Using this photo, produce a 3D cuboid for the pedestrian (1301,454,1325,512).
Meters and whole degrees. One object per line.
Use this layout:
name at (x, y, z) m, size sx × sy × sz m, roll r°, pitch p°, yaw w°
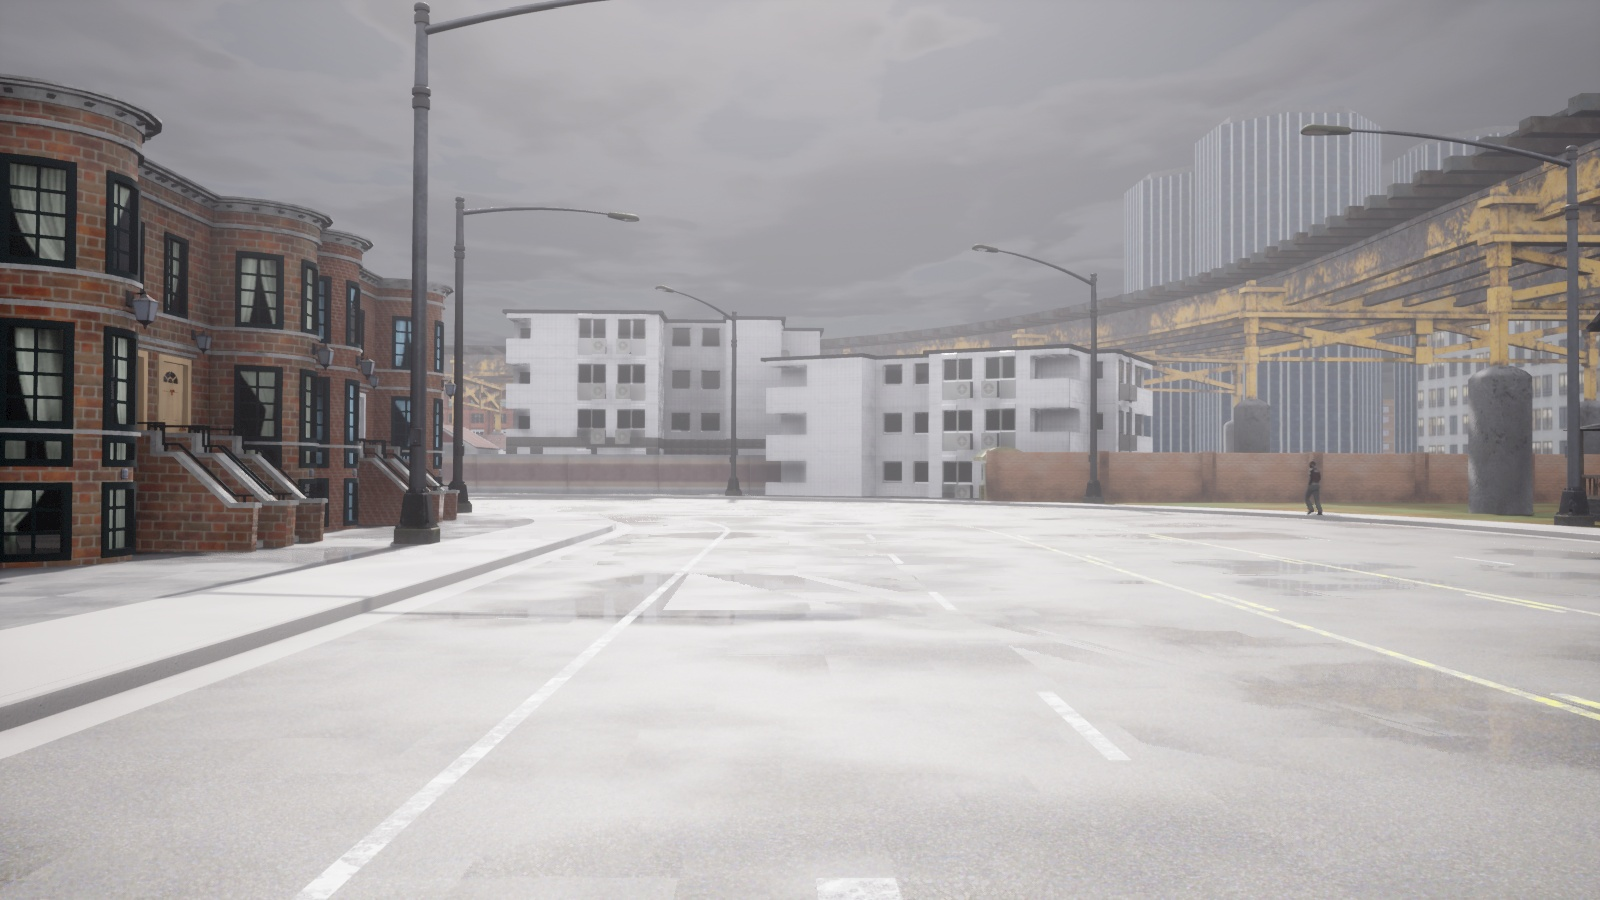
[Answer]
pedestrian at (17.201, 1.106, 42.106) m, size 0.402 × 1.930 × 0.666 m, roll 0°, pitch -1°, yaw -17°
